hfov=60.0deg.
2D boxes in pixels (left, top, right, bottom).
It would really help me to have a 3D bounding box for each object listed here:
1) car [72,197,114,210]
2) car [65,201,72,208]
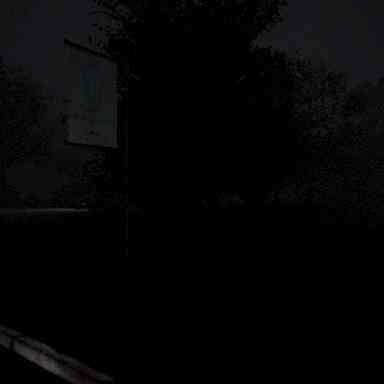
[{"bbox_3d":[-12.632,1.455,43.557,1.882,1.535,5.008,0,0,38],"label":"car"},{"bbox_3d":[-15.097,1.467,46.088,2.128,1.511,4.902,0,0,38],"label":"car"}]
